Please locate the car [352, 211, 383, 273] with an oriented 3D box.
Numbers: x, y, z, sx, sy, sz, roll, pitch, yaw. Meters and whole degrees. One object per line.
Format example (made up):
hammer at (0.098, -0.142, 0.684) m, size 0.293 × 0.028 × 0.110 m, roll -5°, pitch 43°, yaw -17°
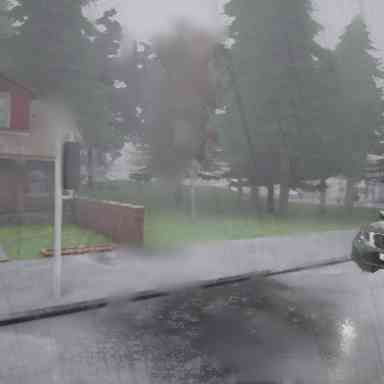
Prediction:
car at (6.761, 1.167, 9.117) m, size 5.566 × 2.045 × 2.150 m, roll 1°, pitch 2°, yaw -34°
